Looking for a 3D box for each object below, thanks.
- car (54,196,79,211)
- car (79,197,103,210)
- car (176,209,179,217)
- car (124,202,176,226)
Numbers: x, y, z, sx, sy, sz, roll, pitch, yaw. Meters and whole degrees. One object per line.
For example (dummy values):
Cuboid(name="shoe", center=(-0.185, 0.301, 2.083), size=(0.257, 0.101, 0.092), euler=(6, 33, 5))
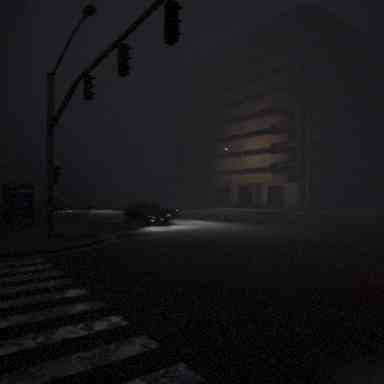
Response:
Cuboid(name="car", center=(-16.819, 1.617, 42.986), size=(2.033, 1.411, 5.357), euler=(0, 0, -36))
Cuboid(name="car", center=(-13.583, 1.674, 44.480), size=(1.895, 1.301, 4.718), euler=(0, 0, -36))
Cuboid(name="car", center=(-3.150, 1.675, 30.165), size=(1.895, 1.301, 4.718), euler=(0, 0, -36))
Cuboid(name="car", center=(-3.432, 1.571, 24.593), size=(1.837, 1.490, 4.892), euler=(0, 1, -35))
